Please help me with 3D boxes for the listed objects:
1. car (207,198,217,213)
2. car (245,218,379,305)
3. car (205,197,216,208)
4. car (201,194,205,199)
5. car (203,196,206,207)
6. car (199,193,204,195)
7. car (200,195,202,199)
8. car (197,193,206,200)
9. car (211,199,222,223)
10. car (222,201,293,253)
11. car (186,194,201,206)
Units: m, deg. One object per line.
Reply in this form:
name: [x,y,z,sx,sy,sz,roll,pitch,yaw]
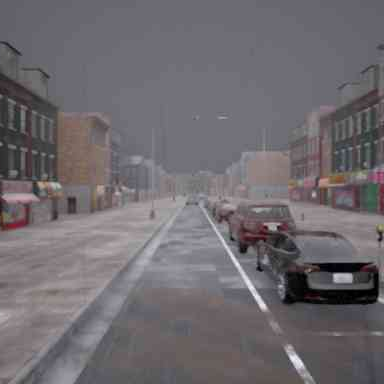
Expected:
car: [2.653,1.481,29.761,1.947,1.339,4.313,0,0,0]
car: [2.641,1.536,7.893,1.947,1.339,4.313,0,0,0]
car: [2.657,1.432,35.398,1.752,1.417,4.829,0,0,0]
car: [2.662,1.337,46.161,1.967,1.590,4.097,0,0,0]
car: [2.660,1.483,40.695,1.802,1.307,4.206,0,0,0]
car: [2.686,1.396,88.972,1.967,1.590,4.097,-1,0,0]
car: [2.666,1.477,51.628,1.802,1.307,4.206,0,0,0]
car: [2.688,1.287,94.374,2.192,1.841,5.009,-1,0,0]
car: [2.650,1.470,24.294,1.887,1.381,4.507,0,0,0]
car: [2.643,1.267,13.359,2.192,1.841,5.009,0,0,0]
car: [0.033,1.459,51.730,1.994,1.385,4.181,0,0,0]
